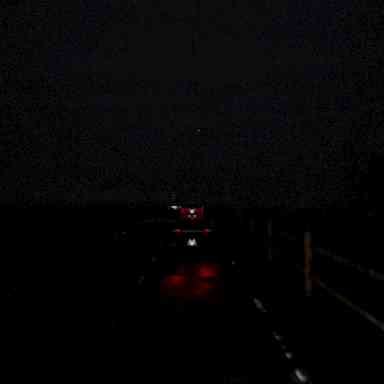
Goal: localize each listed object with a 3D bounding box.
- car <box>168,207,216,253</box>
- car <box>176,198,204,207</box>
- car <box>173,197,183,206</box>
[{"bbox_3d":[0.003,1.633,14.300,2.128,1.511,4.902,0,0,0],"label":"car"},{"bbox_3d":[0.001,1.642,29.080,2.097,1.767,4.553,0,-1,0],"label":"car"},{"bbox_3d":[-2.750,1.965,69.762,2.150,2.045,5.566,0,-1,0],"label":"car"}]
